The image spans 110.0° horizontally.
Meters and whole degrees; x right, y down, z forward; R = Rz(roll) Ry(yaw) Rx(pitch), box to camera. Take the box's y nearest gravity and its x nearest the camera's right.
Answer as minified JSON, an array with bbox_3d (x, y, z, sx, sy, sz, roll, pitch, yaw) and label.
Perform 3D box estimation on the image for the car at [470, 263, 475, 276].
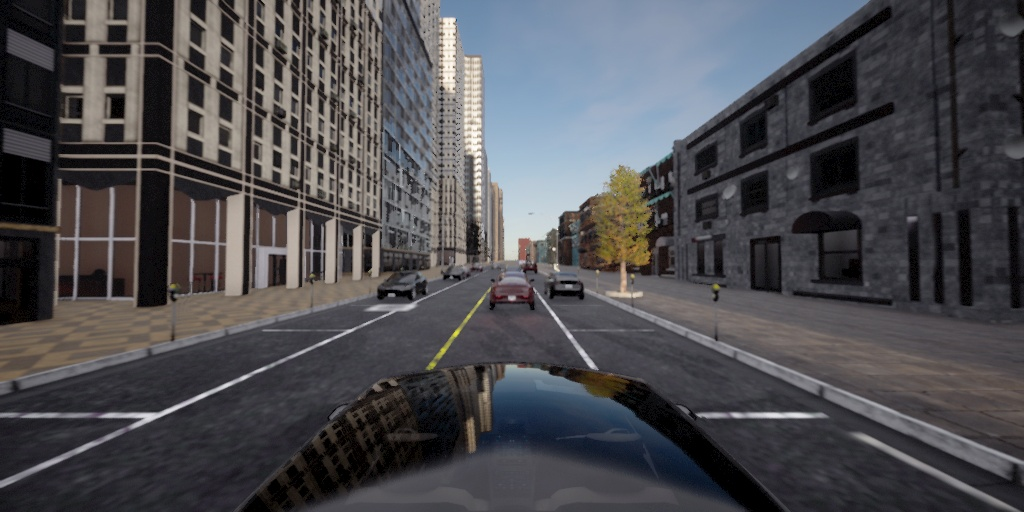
[{"bbox_3d":[-5.700,1.747,41.303,1.802,1.307,4.207,0,0,0],"label":"car"}]

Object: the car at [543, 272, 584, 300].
[{"bbox_3d":[2.687,1.502,19.126,1.948,1.339,4.313,0,0,0],"label":"car"}]

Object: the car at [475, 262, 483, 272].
[{"bbox_3d":[-5.704,1.772,57.940,1.967,1.591,4.097,0,0,0],"label":"car"}]

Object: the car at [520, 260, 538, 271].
[{"bbox_3d":[2.678,1.592,52.400,2.192,1.841,5.009,0,0,0],"label":"car"}]

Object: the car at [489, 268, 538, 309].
[{"bbox_3d":[0.023,1.426,15.743,1.812,1.442,4.674,0,0,1],"label":"car"}]

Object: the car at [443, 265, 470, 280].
[{"bbox_3d":[-5.699,1.674,35.758,1.948,1.339,4.313,0,0,0],"label":"car"}]

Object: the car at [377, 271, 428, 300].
[{"bbox_3d":[-5.694,1.502,19.121,1.948,1.339,4.313,0,0,0],"label":"car"}]

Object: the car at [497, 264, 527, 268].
[{"bbox_3d":[0.016,1.617,30.366,1.994,1.385,4.181,0,-1,1],"label":"car"}]
